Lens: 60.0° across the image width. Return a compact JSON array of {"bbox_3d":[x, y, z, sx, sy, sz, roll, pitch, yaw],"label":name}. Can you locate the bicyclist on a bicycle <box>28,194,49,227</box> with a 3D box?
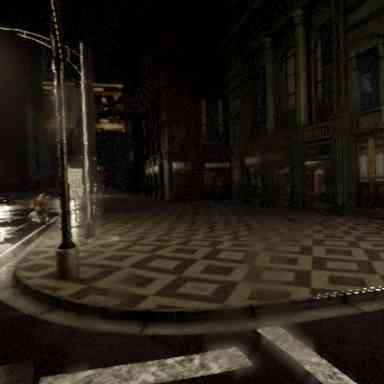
[{"bbox_3d":[-8.065,0.998,17.850,0.659,1.776,1.843,6,-5,12],"label":"bicyclist on a bicycle"}]

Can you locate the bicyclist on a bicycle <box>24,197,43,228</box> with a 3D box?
[{"bbox_3d":[-8.909,1.118,18.756,0.582,1.620,1.656,-3,1,-16],"label":"bicyclist on a bicycle"}]

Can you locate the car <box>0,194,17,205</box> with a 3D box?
[{"bbox_3d":[-25.104,1.008,44.917,1.837,1.490,4.892,-2,2,-15],"label":"car"}]
